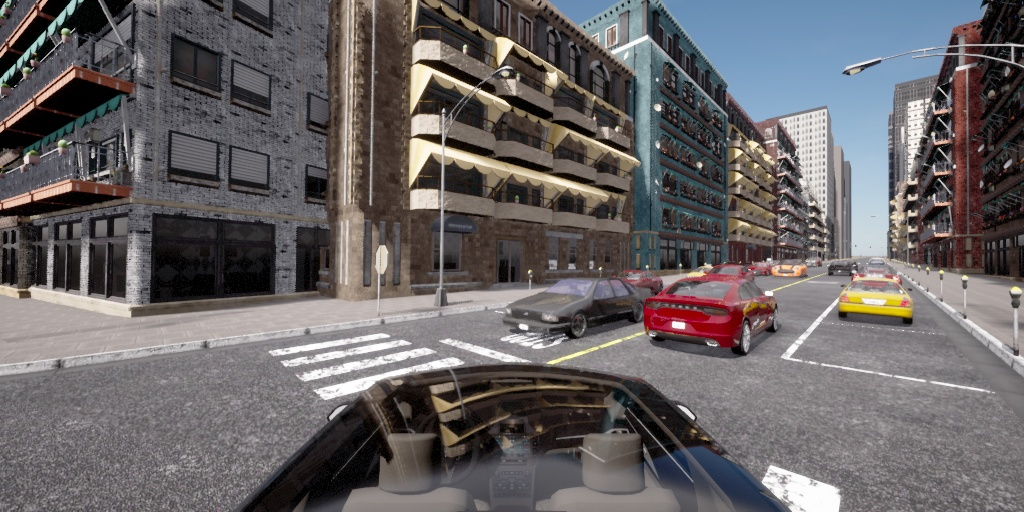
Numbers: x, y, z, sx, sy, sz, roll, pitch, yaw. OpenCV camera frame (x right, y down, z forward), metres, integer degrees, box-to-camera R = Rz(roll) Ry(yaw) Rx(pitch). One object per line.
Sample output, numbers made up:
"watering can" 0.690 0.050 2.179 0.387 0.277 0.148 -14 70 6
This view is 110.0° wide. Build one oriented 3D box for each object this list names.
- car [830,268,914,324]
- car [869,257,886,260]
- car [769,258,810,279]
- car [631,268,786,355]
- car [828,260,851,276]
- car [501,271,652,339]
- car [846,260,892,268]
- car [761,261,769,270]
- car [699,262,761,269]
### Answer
"car" 12.073 1.283 11.957 4.829 1.417 1.751 0 0 -44
"car" 43.623 1.213 42.849 4.097 1.591 1.967 0 0 -44
"car" 26.232 1.133 33.823 4.553 1.767 2.097 0 0 -44
"car" 5.094 1.235 8.891 5.008 1.535 1.882 0 0 -44
"car" 34.239 1.282 37.300 4.892 1.490 1.837 0 0 -45
"car" 2.207 1.311 10.430 5.357 1.411 2.033 0 0 -44
"car" 19.870 1.204 19.590 4.097 1.591 1.967 0 0 -44
"car" 25.845 1.334 37.172 4.507 1.381 1.888 0 0 -44
"car" 12.063 1.251 20.050 5.008 1.535 1.882 0 0 -44
